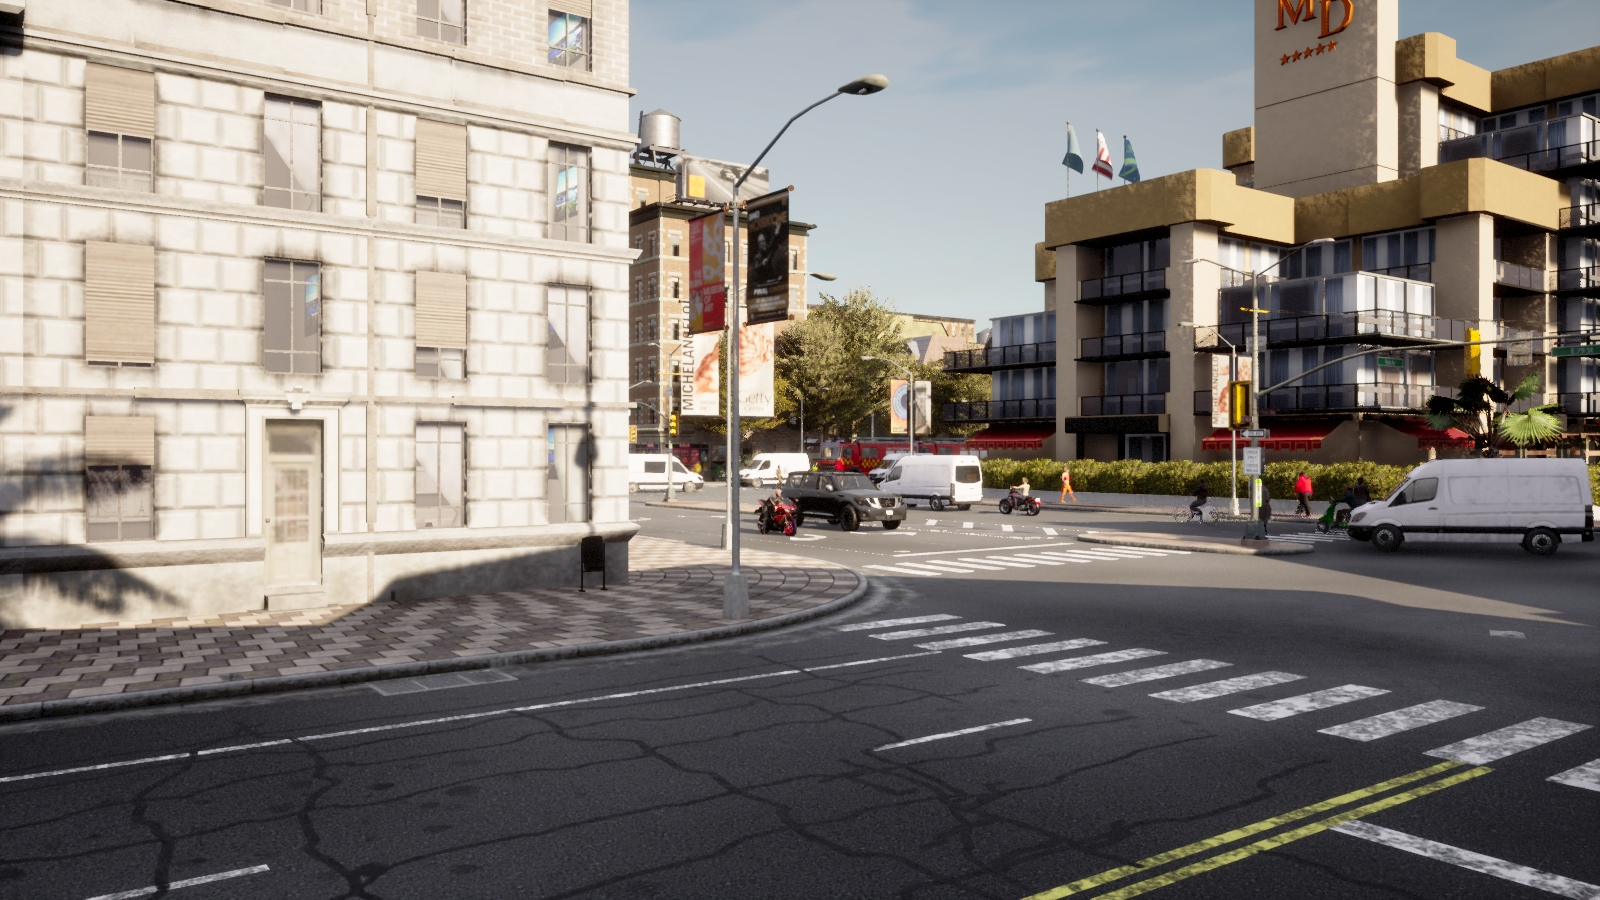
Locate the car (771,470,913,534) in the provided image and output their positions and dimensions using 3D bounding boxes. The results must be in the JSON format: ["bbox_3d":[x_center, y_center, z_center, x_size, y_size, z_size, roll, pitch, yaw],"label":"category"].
[{"bbox_3d":[1.410,1.779,41.176,2.150,2.045,5.566,0,0,-35],"label":"car"}]

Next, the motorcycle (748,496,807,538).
[{"bbox_3d":[-0.756,2.205,37.717,0.867,1.251,2.209,0,0,-36],"label":"motorcycle"}]

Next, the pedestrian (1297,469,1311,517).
[{"bbox_3d":[19.810,1.696,44.908,0.375,1.860,0.375,0,0,-20],"label":"pedestrian"}]

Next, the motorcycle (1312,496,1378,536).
[{"bbox_3d":[18.148,2.182,38.072,1.805,1.236,0.856,0,-1,40],"label":"motorcycle"}]

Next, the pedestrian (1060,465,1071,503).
[{"bbox_3d":[13.124,1.697,56.409,0.375,1.860,0.375,0,0,-39],"label":"pedestrian"}]

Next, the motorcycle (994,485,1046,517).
[{"bbox_3d":[9.406,2.170,48.968,0.764,1.277,2.356,0,0,-34],"label":"motorcycle"}]

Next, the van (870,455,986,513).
[{"bbox_3d":[5.947,1.534,54.072,1.988,2.561,5.915,0,0,-36],"label":"van"}]

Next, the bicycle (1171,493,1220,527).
[{"bbox_3d":[14.629,2.210,42.273,0.329,1.171,1.835,0,0,-37],"label":"bicycle"}]

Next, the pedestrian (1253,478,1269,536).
[{"bbox_3d":[15.023,1.848,37.216,0.375,1.860,0.375,0,0,43],"label":"pedestrian"}]

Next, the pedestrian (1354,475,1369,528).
[{"bbox_3d":[20.135,1.849,40.968,0.375,1.860,0.375,0,0,-35],"label":"pedestrian"}]

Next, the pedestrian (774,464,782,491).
[{"bbox_3d":[-1.464,1.849,76.841,0.375,1.860,0.375,0,0,36],"label":"pedestrian"}]

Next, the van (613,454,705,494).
[{"bbox_3d":[-9.270,1.535,75.093,5.915,2.561,1.988,0,0,-10],"label":"van"}]

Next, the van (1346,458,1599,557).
[{"bbox_3d":[18.553,1.531,31.899,5.915,2.561,1.988,-1,-1,26],"label":"van"}]
